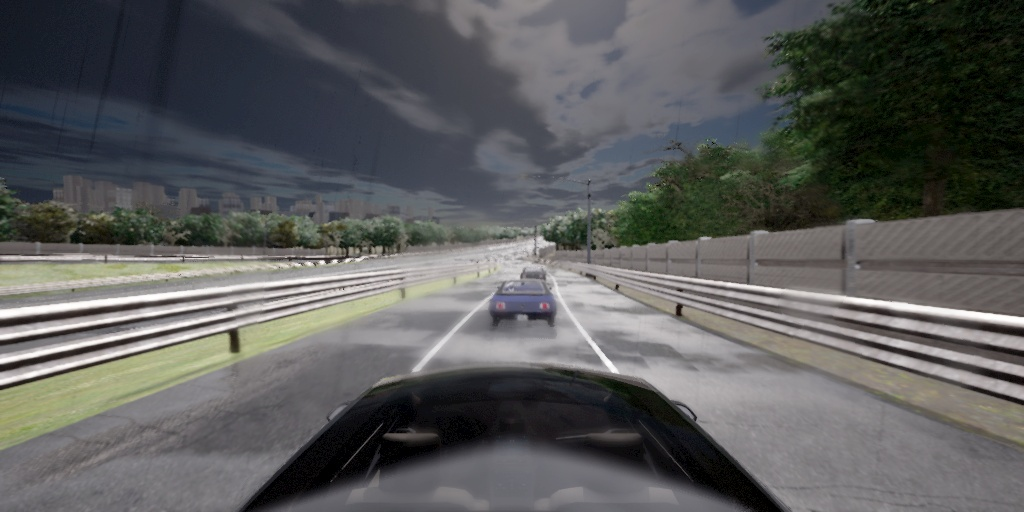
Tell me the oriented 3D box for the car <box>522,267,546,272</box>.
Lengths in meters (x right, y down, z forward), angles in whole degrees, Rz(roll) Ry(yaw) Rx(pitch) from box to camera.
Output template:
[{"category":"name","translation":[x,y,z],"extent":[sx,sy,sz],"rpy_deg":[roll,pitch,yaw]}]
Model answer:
[{"category":"car","translation":[1.699,1.482,27.766],"extent":[1.895,1.301,4.718],"rpy_deg":[0,0,6]}]

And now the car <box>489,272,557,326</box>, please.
[{"category":"car","translation":[0.418,1.402,11.952],"extent":[1.895,1.301,4.718],"rpy_deg":[0,0,3]}]
